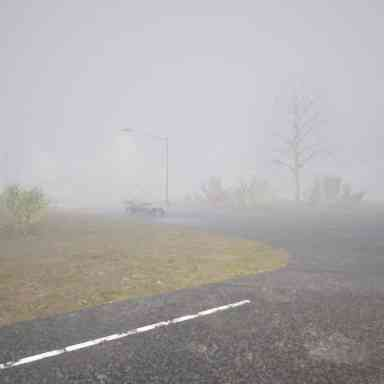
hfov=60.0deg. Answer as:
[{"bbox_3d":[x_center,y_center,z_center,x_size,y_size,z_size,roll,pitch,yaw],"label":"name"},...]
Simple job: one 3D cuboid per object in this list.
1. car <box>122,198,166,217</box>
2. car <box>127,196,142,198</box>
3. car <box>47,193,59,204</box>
[{"bbox_3d":[-4.272,1.496,30.410,1.895,1.301,4.718,0,0,-37],"label":"car"},{"bbox_3d":[-8.347,1.298,47.372,2.128,1.511,4.902,0,0,-37],"label":"car"},{"bbox_3d":[-24.018,1.238,56.621,2.128,1.511,4.902,0,1,-36],"label":"car"}]
